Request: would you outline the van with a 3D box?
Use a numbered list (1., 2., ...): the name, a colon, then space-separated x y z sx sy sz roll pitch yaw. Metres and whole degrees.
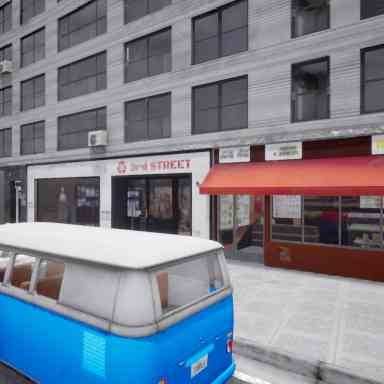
1. van: -1.434 1.341 4.110 3.998 1.788 1.690 0 0 36
